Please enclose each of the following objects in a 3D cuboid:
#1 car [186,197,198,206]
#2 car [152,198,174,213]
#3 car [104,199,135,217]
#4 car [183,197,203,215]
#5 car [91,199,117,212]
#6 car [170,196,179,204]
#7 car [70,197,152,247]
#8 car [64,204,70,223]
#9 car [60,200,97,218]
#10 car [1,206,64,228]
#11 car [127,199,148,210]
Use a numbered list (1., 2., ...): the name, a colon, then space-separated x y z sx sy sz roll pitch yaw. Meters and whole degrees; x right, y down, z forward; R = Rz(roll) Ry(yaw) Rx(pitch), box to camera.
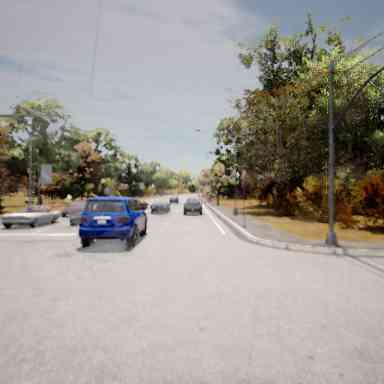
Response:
1. car: 0.024 1.566 55.408 2.033 1.411 5.357 0 0 1
2. car: -3.401 1.613 36.858 1.895 1.301 4.718 0 0 0
3. car: -7.033 1.489 32.886 1.882 1.535 5.008 0 0 1
4. car: 0.097 1.503 34.793 2.128 1.511 4.902 0 0 0
5. car: -10.501 1.577 39.949 1.994 1.385 4.181 0 0 0
6. car: -3.502 1.513 64.615 2.128 1.511 4.902 0 0 0
7. car: -3.400 1.226 15.234 2.150 2.045 5.566 0 0 0
8. car: -7.083 1.534 23.557 1.812 1.442 4.674 0 0 0
9. car: -10.547 1.536 31.224 1.812 1.442 4.674 0 0 0
10. car: -10.588 1.608 22.190 1.895 1.301 4.718 0 0 0
11. car: -7.001 1.615 43.192 1.895 1.301 4.718 0 0 0
